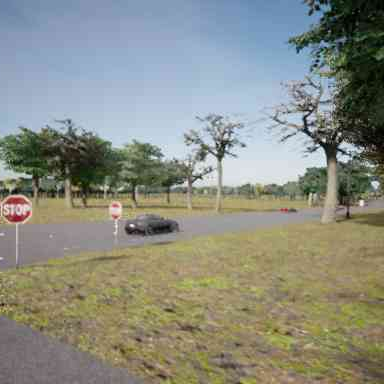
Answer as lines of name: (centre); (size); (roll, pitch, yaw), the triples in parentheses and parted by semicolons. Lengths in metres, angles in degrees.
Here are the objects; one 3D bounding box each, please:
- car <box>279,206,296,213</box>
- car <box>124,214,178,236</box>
car: (18.985, 3.509, 65.846); (1.895, 1.301, 4.718); (1, -1, 36)
car: (-2.809, 2.261, 23.680); (1.994, 1.385, 4.181); (1, -1, 36)
